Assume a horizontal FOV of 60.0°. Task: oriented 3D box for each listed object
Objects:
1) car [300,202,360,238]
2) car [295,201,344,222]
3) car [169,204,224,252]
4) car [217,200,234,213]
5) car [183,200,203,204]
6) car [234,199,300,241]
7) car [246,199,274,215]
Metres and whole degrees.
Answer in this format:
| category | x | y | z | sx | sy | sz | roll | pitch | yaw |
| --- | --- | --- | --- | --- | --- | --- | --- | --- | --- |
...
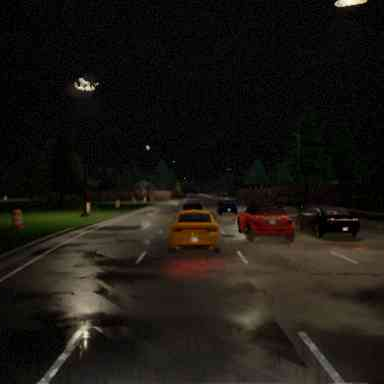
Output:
| category | x | y | z | sx | sy | sz | roll | pitch | yaw |
| --- | --- | --- | --- | --- | --- | --- | --- | --- | --- |
| car | 7.089 | 1.505 | 17.802 | 2.128 | 1.511 | 4.902 | 0 | 0 | 0 |
| car | 10.583 | 1.568 | 28.100 | 2.033 | 1.411 | 5.357 | 0 | 0 | 0 |
| car | 0.089 | 1.488 | 13.920 | 1.882 | 1.535 | 5.008 | 0 | 0 | 0 |
| car | 3.581 | 1.551 | 34.475 | 1.812 | 1.442 | 4.674 | 0 | 0 | 0 |
| car | 0.081 | 1.516 | 33.445 | 2.128 | 1.511 | 4.902 | 0 | 0 | 0 |
| car | 3.589 | 1.364 | 16.914 | 2.097 | 1.767 | 4.553 | 0 | 0 | 0 |
| car | 7.081 | 1.503 | 35.010 | 1.882 | 1.535 | 5.008 | 0 | 0 | 0 |
